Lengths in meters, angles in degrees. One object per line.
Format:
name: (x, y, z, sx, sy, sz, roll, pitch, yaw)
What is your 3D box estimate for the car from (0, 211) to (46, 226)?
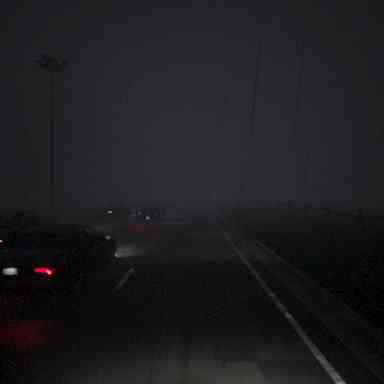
car: (-6.908, 1.512, 13.462, 2.128, 1.511, 4.902, 0, 0, 0)

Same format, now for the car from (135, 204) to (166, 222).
car: (-3.237, 1.642, 27.028, 1.895, 1.301, 4.718, 0, 0, 1)

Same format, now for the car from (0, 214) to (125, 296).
car: (-3.436, 1.561, 8.839, 2.033, 1.411, 5.357, 0, 0, 0)

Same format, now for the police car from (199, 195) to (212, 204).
police car: (2.418, 1.526, 66.044, 1.930, 1.638, 5.238, 0, 0, 2)

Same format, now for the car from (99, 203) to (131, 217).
car: (-6.677, 1.609, 29.319, 1.994, 1.385, 4.181, 0, 0, 1)
